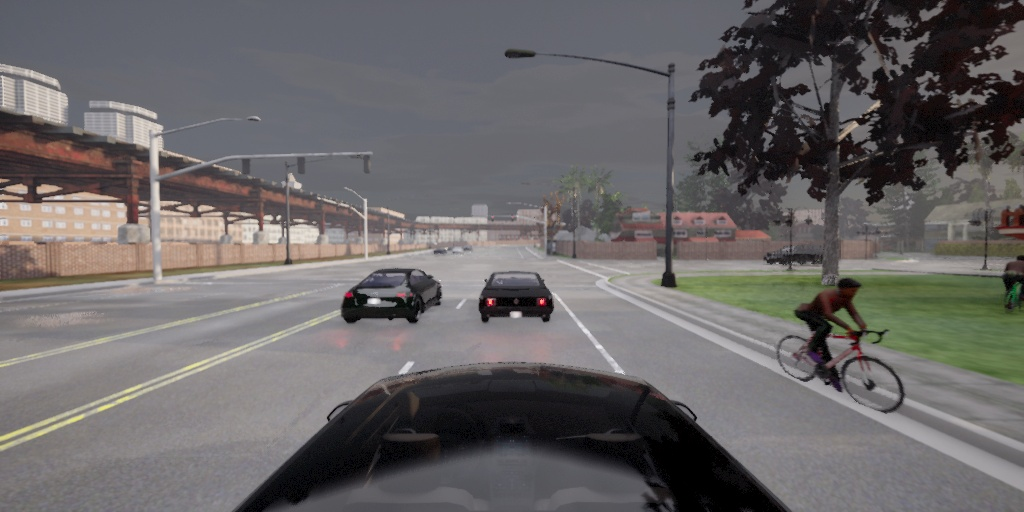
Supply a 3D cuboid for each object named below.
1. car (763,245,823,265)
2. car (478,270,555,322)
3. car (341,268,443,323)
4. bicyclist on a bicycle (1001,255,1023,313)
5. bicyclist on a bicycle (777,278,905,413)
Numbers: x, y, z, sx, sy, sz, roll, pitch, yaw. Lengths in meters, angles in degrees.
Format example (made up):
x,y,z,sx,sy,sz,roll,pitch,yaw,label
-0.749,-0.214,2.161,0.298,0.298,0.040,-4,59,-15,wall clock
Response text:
x,y,z,sx,sy,sz,roll,pitch,yaw,label
28.915,-0.116,36.662,5.566,2.045,2.150,0,2,-2,car
0.081,1.070,10.878,1.895,1.301,4.718,0,2,-1,car
-3.411,1.034,10.908,1.994,1.385,4.181,0,2,0,car
14.207,0.799,10.063,1.656,1.620,0.582,2,1,-22,bicyclist on a bicycle
4.406,1.103,4.929,0.582,1.620,1.656,0,4,-10,bicyclist on a bicycle
